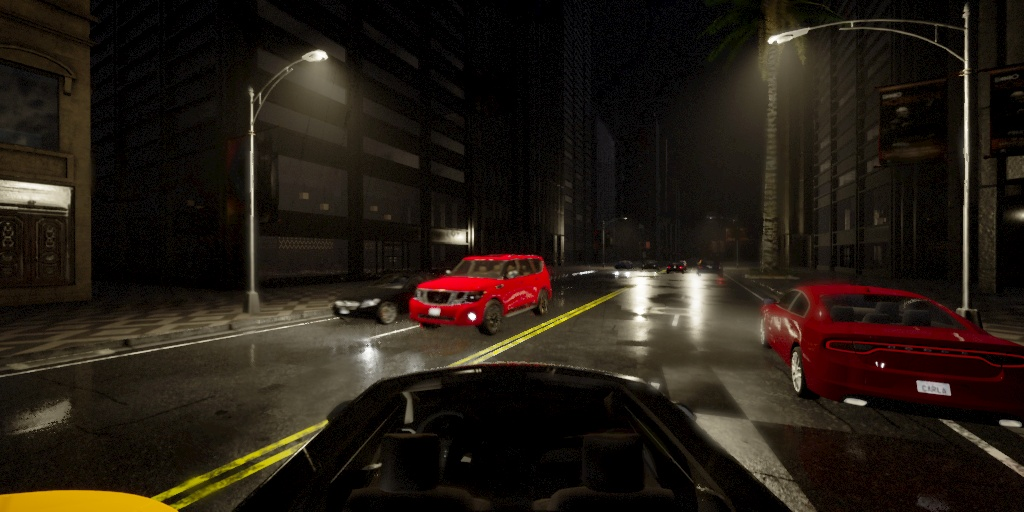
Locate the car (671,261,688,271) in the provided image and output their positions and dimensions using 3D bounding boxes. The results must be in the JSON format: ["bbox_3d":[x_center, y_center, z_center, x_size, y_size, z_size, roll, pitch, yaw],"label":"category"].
[{"bbox_3d":[23.546,1.331,50.322,1.895,1.301,4.718,0,0,27],"label":"car"}]

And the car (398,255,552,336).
[{"bbox_3d":[-0.578,0.971,10.998,2.150,2.045,5.566,0,0,27],"label":"car"}]

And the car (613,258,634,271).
[{"bbox_3d":[15.351,1.339,49.035,1.895,1.301,4.718,0,0,27],"label":"car"}]

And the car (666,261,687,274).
[{"bbox_3d":[18.657,1.277,40.825,2.033,1.411,5.357,0,0,27],"label":"car"}]

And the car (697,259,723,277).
[{"bbox_3d":[19.296,1.078,35.002,2.097,1.767,4.553,0,0,27],"label":"car"}]

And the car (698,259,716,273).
[{"bbox_3d":[23.724,1.202,43.726,1.882,1.535,5.008,0,0,28],"label":"car"}]

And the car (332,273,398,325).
[{"bbox_3d":[-3.644,1.280,12.112,1.812,1.442,4.674,0,0,27],"label":"car"}]

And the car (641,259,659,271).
[{"bbox_3d":[18.845,1.212,48.731,1.882,1.535,5.008,0,0,28],"label":"car"}]

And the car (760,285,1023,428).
[{"bbox_3d":[5.516,1.218,5.928,1.882,1.535,5.008,0,0,27],"label":"car"}]
